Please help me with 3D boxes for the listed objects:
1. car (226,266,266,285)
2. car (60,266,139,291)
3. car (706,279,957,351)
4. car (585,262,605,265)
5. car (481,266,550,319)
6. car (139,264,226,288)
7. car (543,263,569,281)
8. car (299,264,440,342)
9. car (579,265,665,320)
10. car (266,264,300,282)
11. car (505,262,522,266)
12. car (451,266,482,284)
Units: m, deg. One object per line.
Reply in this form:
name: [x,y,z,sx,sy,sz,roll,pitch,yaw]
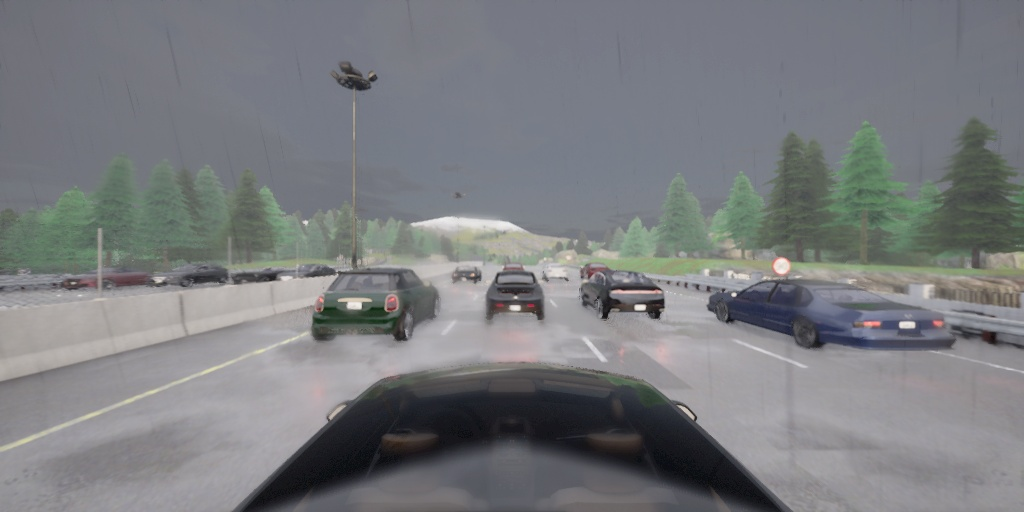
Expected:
car: [-17.514,1.390,25.762,1.895,1.301,4.718,0,0,1]
car: [-24.548,1.337,22.069,1.994,1.385,4.181,0,0,0]
car: [7.105,1.292,8.958,2.033,1.411,5.357,0,0,0]
car: [7.132,1.293,31.016,1.882,1.535,5.008,0,0,0]
car: [0.107,1.254,12.721,1.837,1.490,4.892,0,0,0]
car: [-21.035,1.272,23.828,2.128,1.511,4.902,0,0,1]
car: [3.621,1.338,30.502,1.812,1.442,4.674,0,0,0]
car: [-3.395,1.095,9.861,2.097,1.767,4.553,0,0,0]
car: [3.607,1.242,12.500,2.128,1.511,4.902,0,0,0]
car: [-14.027,1.277,24.681,2.128,1.511,4.902,0,0,1]
car: [0.120,1.291,30.997,1.882,1.535,5.008,0,0,0]
car: [-3.382,1.401,27.735,1.895,1.301,4.718,0,0,0]
